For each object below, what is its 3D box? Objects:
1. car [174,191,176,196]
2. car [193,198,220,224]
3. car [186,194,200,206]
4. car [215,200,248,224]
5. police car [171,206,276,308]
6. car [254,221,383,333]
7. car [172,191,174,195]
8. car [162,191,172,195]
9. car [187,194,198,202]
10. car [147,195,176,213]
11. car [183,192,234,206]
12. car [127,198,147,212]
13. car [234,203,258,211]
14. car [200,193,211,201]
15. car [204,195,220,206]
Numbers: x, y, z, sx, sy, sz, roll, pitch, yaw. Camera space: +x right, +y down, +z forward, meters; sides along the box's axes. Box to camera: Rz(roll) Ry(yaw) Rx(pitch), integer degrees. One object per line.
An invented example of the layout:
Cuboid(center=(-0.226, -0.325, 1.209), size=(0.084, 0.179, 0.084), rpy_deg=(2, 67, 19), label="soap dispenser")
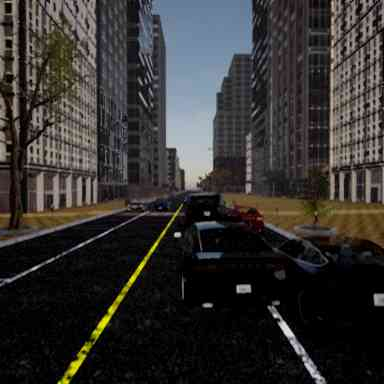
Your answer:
Cuboid(center=(-5.572, 0.656, 85.680), size=(2.192, 1.841, 5.009), rpy_deg=(-1, 0, 0), label="car")
Cuboid(center=(0.937, 1.275, 24.149), size=(1.801, 1.575, 5.366), rpy_deg=(0, 0, 0), label="car")
Cuboid(center=(0.120, 1.126, 46.565), size=(1.882, 1.535, 5.008), rpy_deg=(0, 0, 1), label="car")
Cuboid(center=(2.719, 1.347, 23.794), size=(1.752, 1.417, 4.829), rpy_deg=(-1, 0, 0), label="car")
Cuboid(center=(0.619, 1.365, 8.027), size=(1.930, 1.638, 5.238), rpy_deg=(0, 0, -5), label="police car")
Cuboid(center=(2.694, 1.515, 6.697), size=(1.947, 1.339, 4.313), rpy_deg=(-1, 0, 0), label="car")
Cuboid(center=(-5.586, 1.013, 74.400), size=(1.802, 1.307, 4.206), rpy_deg=(-1, 0, 0), label="car")
Cuboid(center=(-5.595, 1.003, 68.589), size=(1.752, 1.417, 4.829), rpy_deg=(-1, 0, 0), label="car")
Cuboid(center=(0.094, 1.077, 62.008), size=(2.033, 1.411, 5.357), rpy_deg=(0, 0, 0), label="car")
Cuboid(center=(-3.035, 1.311, 33.674), size=(1.994, 1.385, 4.181), rpy_deg=(0, 0, 0), label="car")
Cuboid(center=(0.693, 1.080, 17.978), size=(2.150, 2.045, 5.566), rpy_deg=(-1, 0, 0), label="car")
Cuboid(center=(-5.645, 1.288, 34.911), size=(2.008, 1.369, 4.403), rpy_deg=(-1, 0, 0), label="car")
Cuboid(center=(2.710, 1.410, 17.981), size=(1.887, 1.381, 4.507), rpy_deg=(-1, 0, 0), label="car")
Cuboid(center=(2.786, 1.027, 68.765), size=(2.008, 1.369, 4.403), rpy_deg=(-1, 0, 0), label="car")
Cuboid(center=(2.752, 1.196, 46.195), size=(1.887, 1.381, 4.507), rpy_deg=(-1, 0, 0), label="car")
